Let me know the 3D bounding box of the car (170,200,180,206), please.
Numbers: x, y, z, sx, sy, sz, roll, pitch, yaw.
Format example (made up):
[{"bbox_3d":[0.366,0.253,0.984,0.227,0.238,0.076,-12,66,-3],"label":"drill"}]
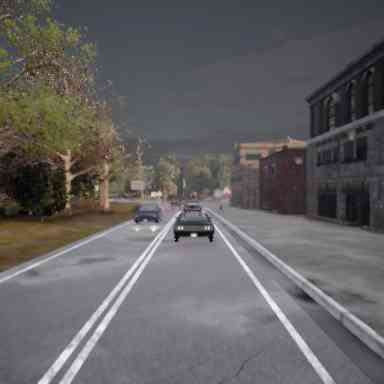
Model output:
[{"bbox_3d":[-3.483,2.254,68.122,1.895,1.301,4.718,0,-1,0],"label":"car"}]

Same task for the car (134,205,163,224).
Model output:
[{"bbox_3d":[-3.386,1.718,26.767,2.033,1.411,5.357,0,-1,0],"label":"car"}]

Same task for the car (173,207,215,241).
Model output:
[{"bbox_3d":[0.085,1.673,17.182,1.895,1.301,4.718,0,0,0],"label":"car"}]

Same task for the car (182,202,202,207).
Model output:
[{"bbox_3d":[0.038,1.787,34.991,1.837,1.490,4.892,0,-1,0],"label":"car"}]
